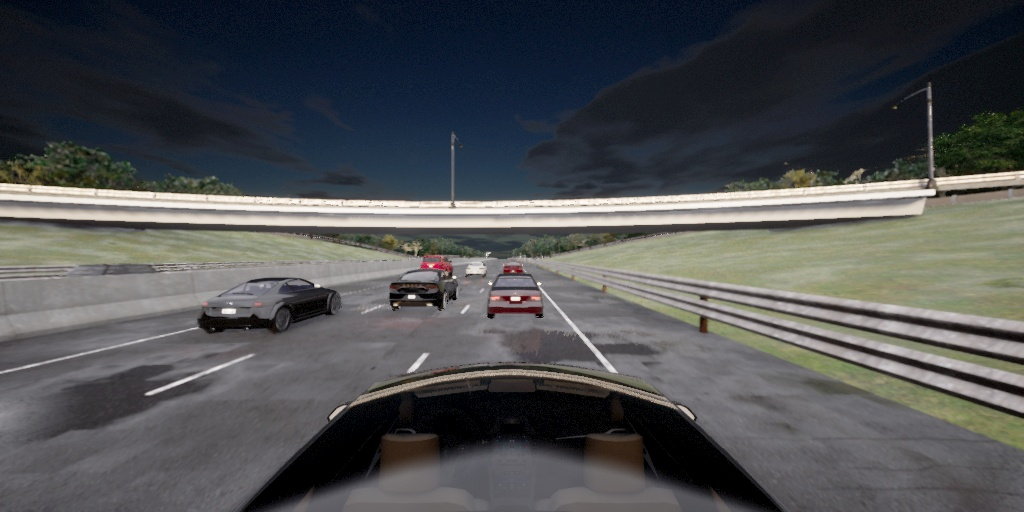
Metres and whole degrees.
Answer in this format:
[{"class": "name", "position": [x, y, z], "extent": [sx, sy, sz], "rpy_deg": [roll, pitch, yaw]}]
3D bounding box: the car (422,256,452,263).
[{"class": "car", "position": [-6.890, 0.982, 33.109], "extent": [2.150, 2.045, 5.566], "rpy_deg": [0, 0, 0]}]

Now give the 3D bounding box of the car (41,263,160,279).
[{"class": "car", "position": [-17.592, 1.107, 15.298], "extent": [2.097, 1.767, 4.553], "rpy_deg": [0, 0, 0]}]

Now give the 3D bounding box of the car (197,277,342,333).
[{"class": "car", "position": [-6.897, 1.317, 10.746], "extent": [1.994, 1.385, 4.181], "rpy_deg": [0, 0, 0]}]

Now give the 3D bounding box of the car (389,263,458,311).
[{"class": "car", "position": [-3.396, 1.232, 14.621], "extent": [1.882, 1.535, 5.008], "rpy_deg": [0, 0, 0]}]

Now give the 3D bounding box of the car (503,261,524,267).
[{"class": "car", "position": [0.110, 1.239, 35.255], "extent": [1.882, 1.535, 5.008], "rpy_deg": [0, 0, 0]}]

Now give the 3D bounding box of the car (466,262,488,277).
[{"class": "car", "position": [-3.389, 1.287, 34.908], "extent": [1.812, 1.442, 4.674], "rpy_deg": [0, 0, 0]}]

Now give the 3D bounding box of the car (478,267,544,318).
[{"class": "car", "position": [0.103, 1.302, 13.017], "extent": [2.033, 1.411, 5.357], "rpy_deg": [0, 0, 0]}]
